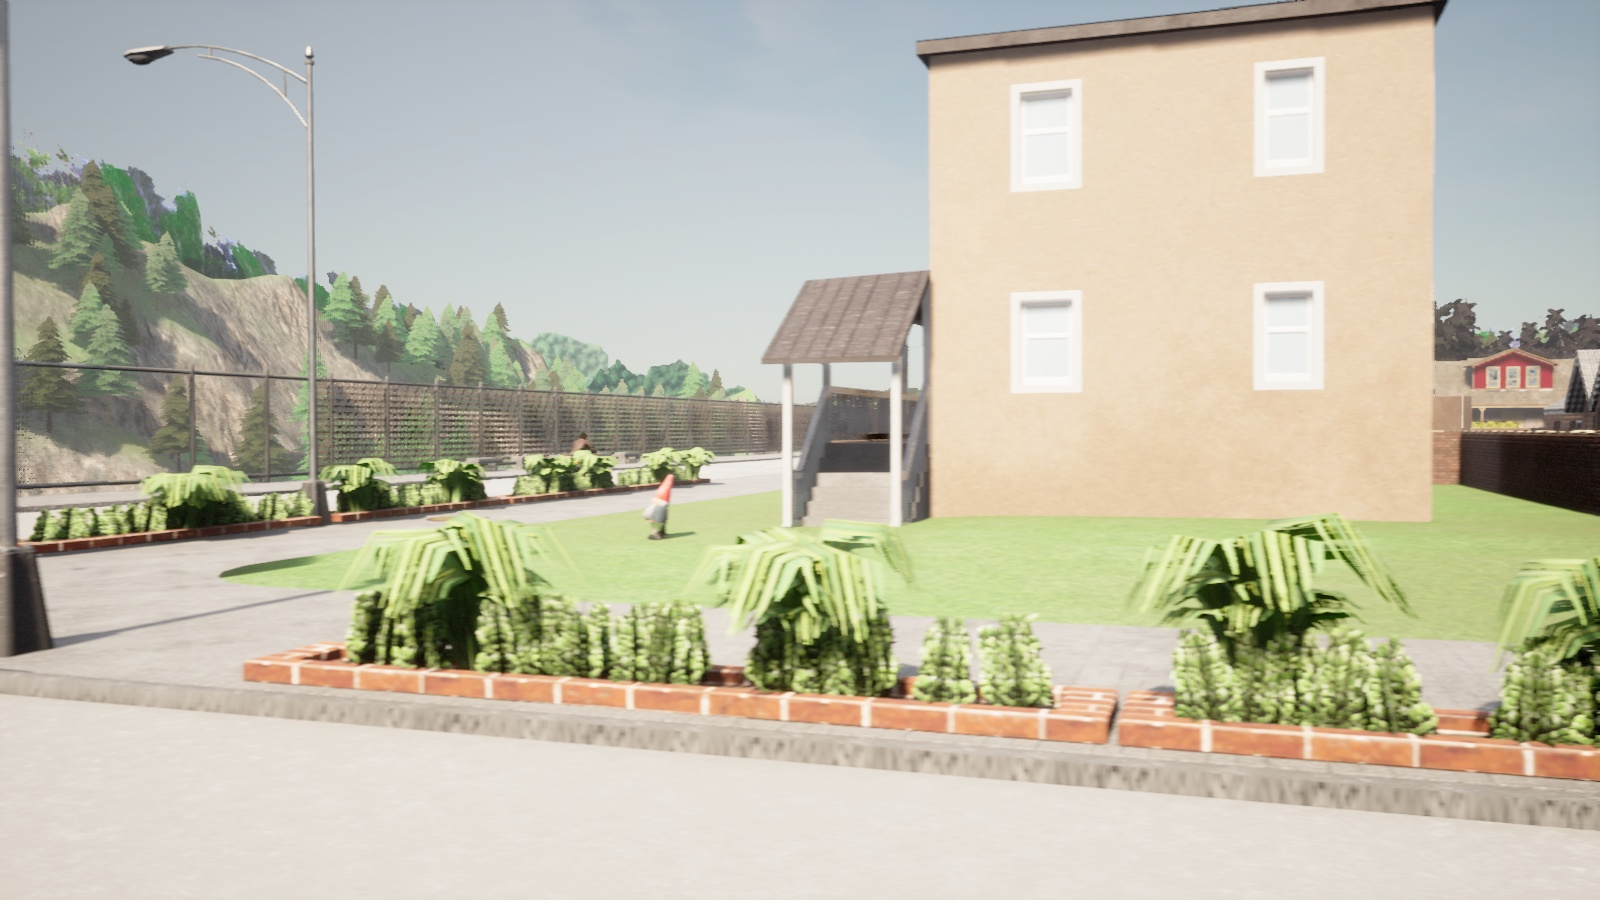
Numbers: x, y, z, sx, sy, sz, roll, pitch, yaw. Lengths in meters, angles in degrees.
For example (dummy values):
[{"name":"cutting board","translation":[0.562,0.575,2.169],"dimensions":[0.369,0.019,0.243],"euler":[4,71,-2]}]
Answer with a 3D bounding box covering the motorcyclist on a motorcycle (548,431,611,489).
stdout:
[{"name":"motorcyclist on a motorcycle","translation":[-5.925,0.243,33.911],"dimensions":[0.797,1.523,2.044],"euler":[1,1,19]}]
